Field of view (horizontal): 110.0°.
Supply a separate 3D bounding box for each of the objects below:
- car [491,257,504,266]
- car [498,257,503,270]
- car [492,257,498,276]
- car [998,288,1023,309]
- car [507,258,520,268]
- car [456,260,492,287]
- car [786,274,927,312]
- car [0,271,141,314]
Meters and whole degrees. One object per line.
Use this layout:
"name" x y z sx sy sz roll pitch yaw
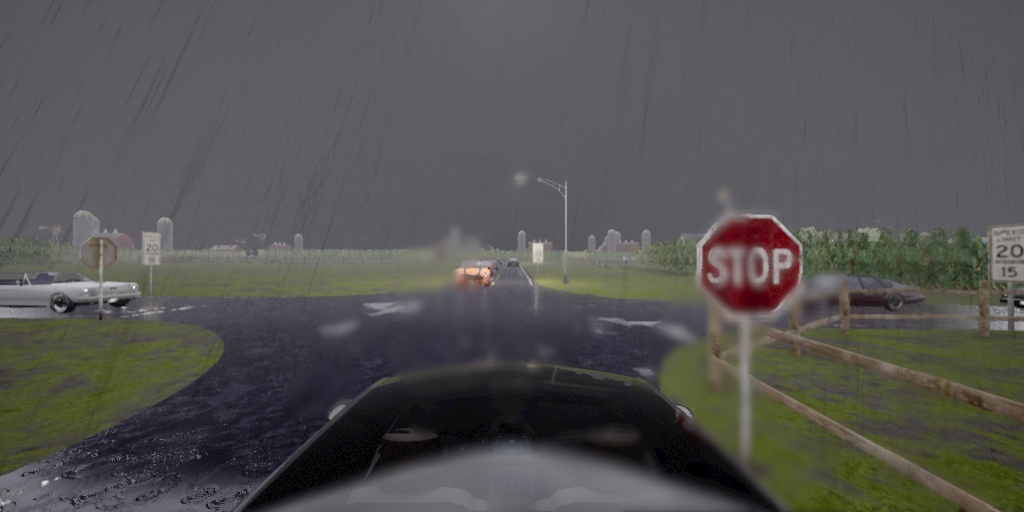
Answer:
"car" -2.586 0.962 63.974 2.033 1.411 5.357 0 0 0
"car" -2.708 1.206 48.543 2.033 1.411 5.357 0 0 0
"car" -2.750 1.167 35.778 1.882 1.535 5.008 0 1 0
"car" 23.852 1.592 14.807 5.357 1.411 2.033 1 -1 0
"car" 0.251 1.106 59.519 1.882 1.535 5.008 0 0 0
"car" -2.517 1.066 23.824 2.097 1.767 4.553 0 0 -3
"car" 13.679 1.472 14.887 5.357 1.411 2.033 1 -1 1
"car" -15.642 1.157 12.102 4.718 1.301 1.895 1 -1 0
